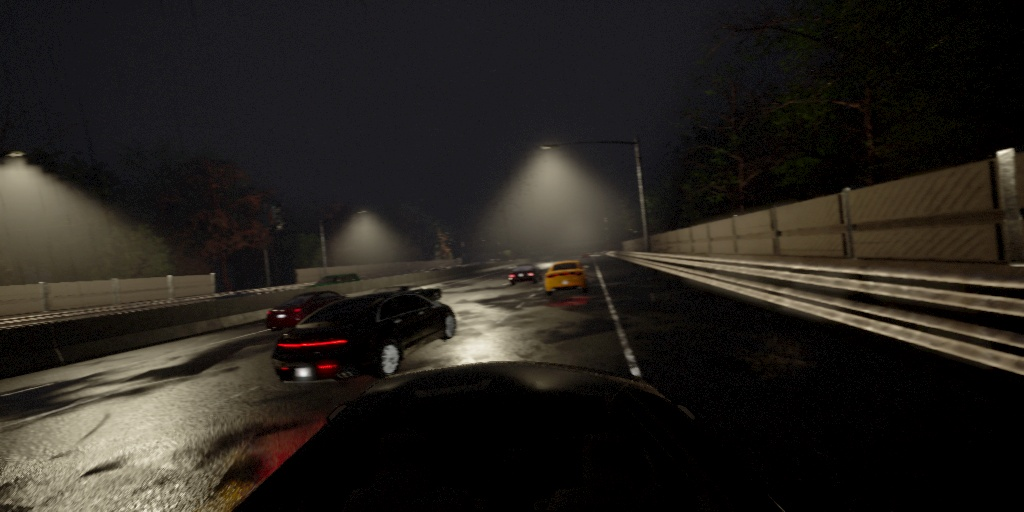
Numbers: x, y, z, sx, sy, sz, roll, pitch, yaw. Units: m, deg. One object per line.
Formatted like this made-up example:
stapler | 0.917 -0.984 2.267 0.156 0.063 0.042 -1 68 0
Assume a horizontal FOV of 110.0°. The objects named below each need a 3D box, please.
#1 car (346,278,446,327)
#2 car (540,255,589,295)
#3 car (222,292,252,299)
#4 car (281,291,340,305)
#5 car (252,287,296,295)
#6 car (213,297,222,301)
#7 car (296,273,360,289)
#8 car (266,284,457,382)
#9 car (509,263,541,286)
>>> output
car | -4.753 1.889 15.604 1.895 1.301 4.718 -6 0 12
car | 2.891 0.994 18.499 1.882 1.535 5.008 -6 0 12
car | -22.697 3.797 32.286 1.895 1.301 4.718 -6 0 12
car | -8.326 2.218 15.579 1.994 1.385 4.181 -6 0 12
car | -19.384 3.452 31.138 1.895 1.301 4.718 -6 0 12
car | -25.954 4.099 33.687 1.994 1.385 4.181 -6 0 12
car | -15.729 2.698 31.724 2.150 2.045 5.566 -6 0 12
car | -2.839 1.567 8.097 1.837 1.490 4.892 -6 0 12
car | 1.124 1.277 26.236 2.033 1.411 5.357 -6 0 12
